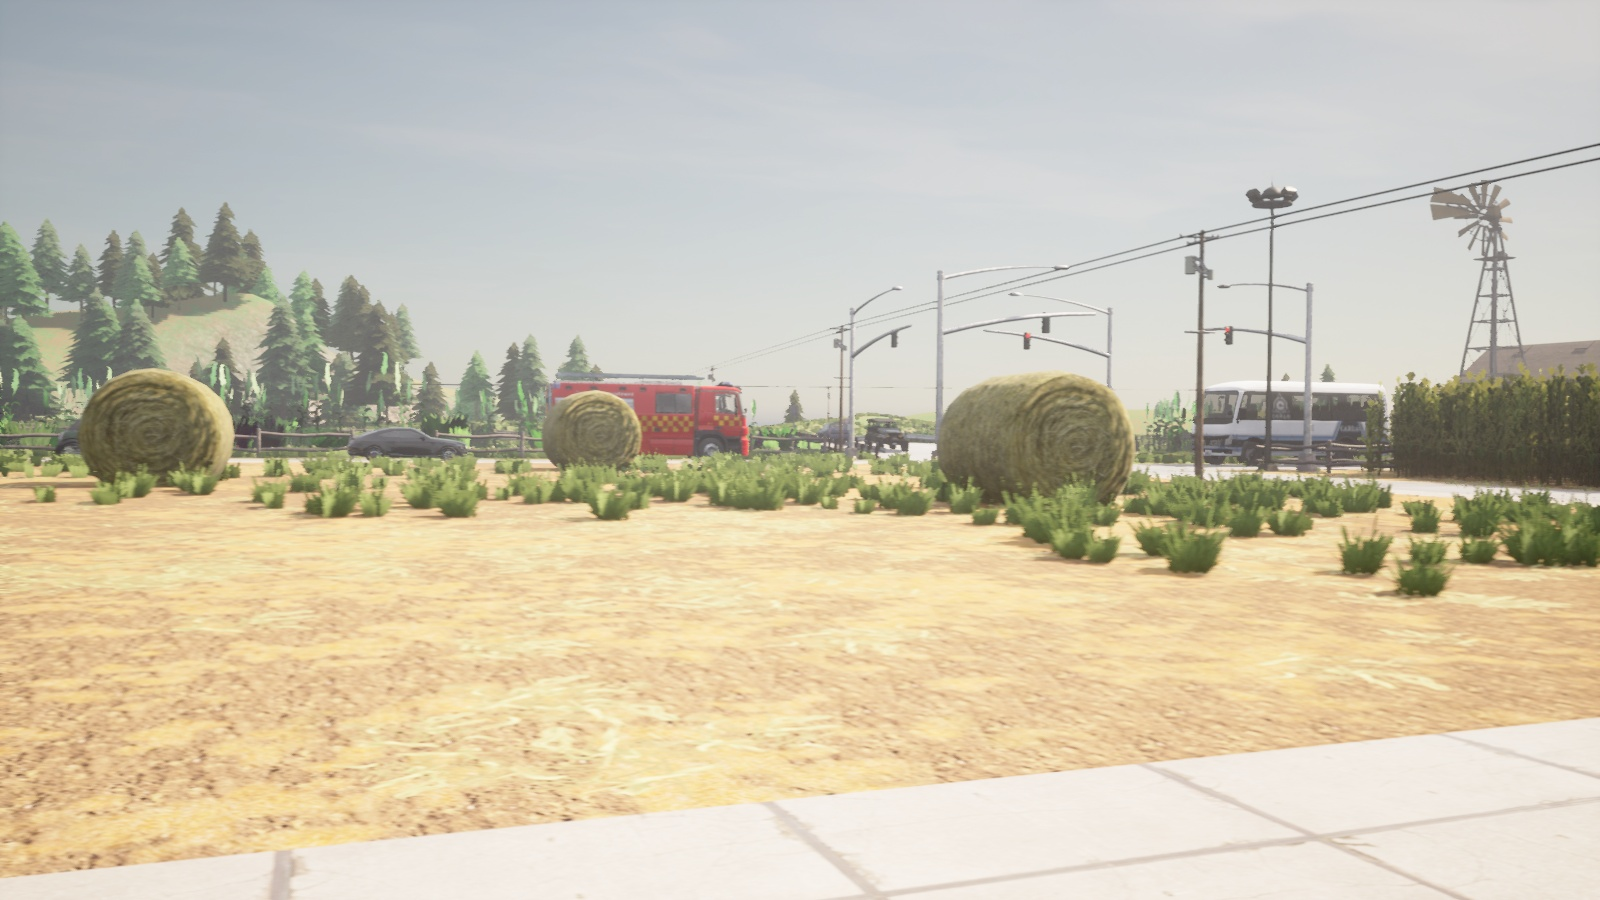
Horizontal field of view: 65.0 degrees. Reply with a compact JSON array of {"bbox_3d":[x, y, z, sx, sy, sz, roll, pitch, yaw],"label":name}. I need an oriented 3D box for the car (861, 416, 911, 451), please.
[{"bbox_3d":[5.186,-1.041,75.939,1.905,1.878,3.866,-1,4,-14],"label":"car"}]

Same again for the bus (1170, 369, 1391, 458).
[{"bbox_3d":[24.160,-1.841,63.151,10.273,4.253,3.944,-1,1,-20],"label":"bus"}]

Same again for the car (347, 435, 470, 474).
[{"bbox_3d":[-15.847,0.159,50.909,4.674,1.442,1.812,-1,1,-17],"label":"car"}]

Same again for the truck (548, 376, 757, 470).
[{"bbox_3d":[-6.338,-1.182,53.794,8.468,3.827,2.891,-1,1,-17],"label":"truck"}]

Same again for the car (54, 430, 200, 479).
[{"bbox_3d":[-25.580,0.146,47.936,4.553,1.767,2.097,-1,1,-17],"label":"car"}]
